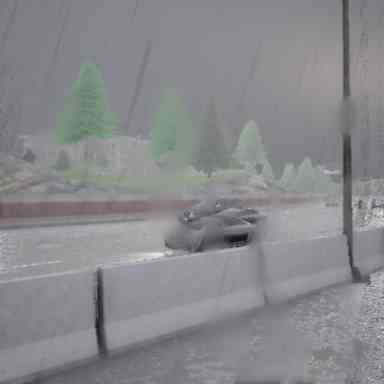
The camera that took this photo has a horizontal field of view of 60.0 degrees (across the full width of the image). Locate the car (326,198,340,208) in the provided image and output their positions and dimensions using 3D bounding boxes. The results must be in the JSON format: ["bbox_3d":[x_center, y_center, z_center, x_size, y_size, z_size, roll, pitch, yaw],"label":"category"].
[{"bbox_3d":[24.441,1.876,57.679,1.837,1.490,4.892,0,1,30],"label":"car"}]

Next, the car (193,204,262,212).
[{"bbox_3d":[2.617,1.669,19.828,4.892,1.490,1.837,0,-1,-42],"label":"car"}]

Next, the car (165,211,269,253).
[{"bbox_3d":[0.959,1.684,13.779,4.181,1.385,1.994,0,-1,-40],"label":"car"}]

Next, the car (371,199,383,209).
[{"bbox_3d":[28.950,1.798,51.614,2.128,1.511,4.902,-1,-1,32],"label":"car"}]

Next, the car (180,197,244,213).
[{"bbox_3d":[1.608,1.422,23.601,5.566,2.045,2.150,0,0,-43],"label":"car"}]

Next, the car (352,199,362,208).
[{"bbox_3d":[27.270,1.845,55.662,2.128,1.511,4.902,-1,-1,31],"label":"car"}]
